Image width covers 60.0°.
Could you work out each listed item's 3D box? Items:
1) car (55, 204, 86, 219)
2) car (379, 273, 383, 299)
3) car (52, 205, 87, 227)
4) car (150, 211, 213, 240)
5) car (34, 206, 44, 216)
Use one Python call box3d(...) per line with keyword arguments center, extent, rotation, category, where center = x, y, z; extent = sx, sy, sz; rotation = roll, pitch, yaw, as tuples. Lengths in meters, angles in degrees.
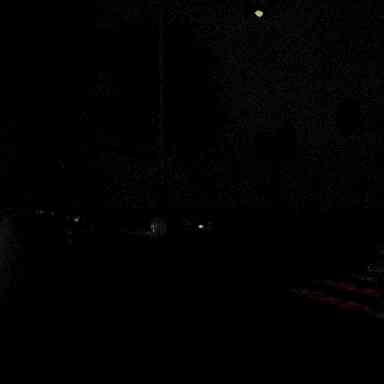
box3d(center=(-14.043, 2.193, 38.217), extent=(2.033, 1.411, 5.357), rotation=(0, -1, -34), category="car")
box3d(center=(5.175, 1.516, 4.590), extent=(1.812, 1.442, 4.674), rotation=(0, 0, -34), category="car")
box3d(center=(-10.071, 1.919, 27.103), extent=(2.128, 1.511, 4.902), rotation=(0, -1, -34), category="car")
box3d(center=(-0.685, 1.757, 18.500), extent=(1.994, 1.385, 4.181), rotation=(0, -1, -34), category="car")
box3d(center=(-20.143, 2.435, 42.140), extent=(1.895, 1.301, 4.718), rotation=(0, -1, -34), category="car")
